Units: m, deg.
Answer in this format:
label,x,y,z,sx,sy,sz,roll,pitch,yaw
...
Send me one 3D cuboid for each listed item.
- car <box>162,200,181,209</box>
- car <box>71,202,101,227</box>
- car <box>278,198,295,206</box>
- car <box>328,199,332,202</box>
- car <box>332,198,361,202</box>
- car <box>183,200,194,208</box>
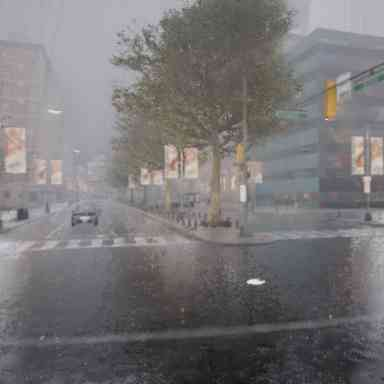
label,x,y,z,sx,sy,sz,roll,pitch,yaw
car,-3.428,1.993,52.548,1.882,1.535,5.008,0,-1,-15
car,-8.238,1.788,25.926,2.128,1.511,4.902,0,-1,-15
car,17.479,1.895,62.639,2.161,1.482,4.786,0,-1,-15
car,28.782,1.900,65.282,1.895,1.301,4.718,0,-1,-15
car,24.653,1.658,51.951,2.002,1.452,4.674,0,-1,-15
car,-1.057,2.039,57.582,2.128,1.511,4.902,0,-1,-15
